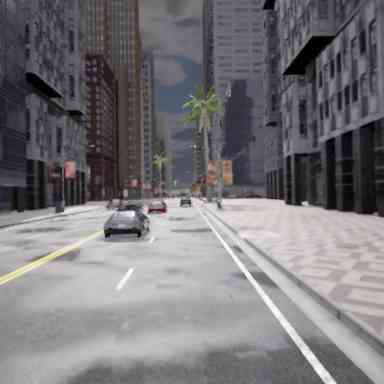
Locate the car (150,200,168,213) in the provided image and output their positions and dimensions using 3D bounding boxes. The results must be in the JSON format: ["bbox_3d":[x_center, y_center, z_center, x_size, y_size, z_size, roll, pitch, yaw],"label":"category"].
[{"bbox_3d":[-3.908,1.621,38.296,1.994,1.385,4.181,-1,0,-1],"label":"car"}]

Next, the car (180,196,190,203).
[{"bbox_3d":[-1.551,1.661,75.786,2.128,1.511,4.902,-1,0,-1],"label":"car"}]

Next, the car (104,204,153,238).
[{"bbox_3d":[-3.485,1.612,18.320,1.994,1.385,4.181,-1,0,-1],"label":"car"}]

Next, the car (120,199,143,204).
[{"bbox_3d":[-7.416,1.722,42.151,1.895,1.301,4.718,-1,0,-1],"label":"car"}]

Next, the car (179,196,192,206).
[{"bbox_3d":[-1.011,1.543,54.928,1.837,1.490,4.892,-1,0,-1],"label":"car"}]

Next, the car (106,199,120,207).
[{"bbox_3d":[-10.753,1.712,46.916,1.812,1.442,4.674,-1,0,-1],"label":"car"}]
